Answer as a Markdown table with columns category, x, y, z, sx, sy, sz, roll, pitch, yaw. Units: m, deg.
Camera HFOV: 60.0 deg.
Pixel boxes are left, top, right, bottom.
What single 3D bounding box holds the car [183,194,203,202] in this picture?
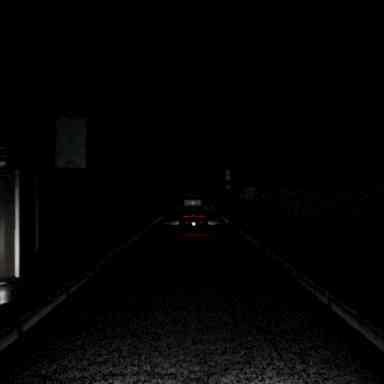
| category | x | y | z | sx | sy | sz | roll | pitch | yaw |
| --- | --- | --- | --- | --- | --- | --- | --- | --- | --- |
| car | 0.103 | 1.235 | 39.842 | 2.150 | 2.045 | 5.566 | 0 | 1 | 0 |

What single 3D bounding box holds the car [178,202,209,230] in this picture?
| category | x | y | z | sx | sy | sz | roll | pitch | yaw |
| --- | --- | --- | --- | --- | --- | --- | --- | --- | --- |
| car | 0.103 | 1.666 | 22.307 | 1.837 | 1.490 | 4.892 | 0 | 0 | 0 |
